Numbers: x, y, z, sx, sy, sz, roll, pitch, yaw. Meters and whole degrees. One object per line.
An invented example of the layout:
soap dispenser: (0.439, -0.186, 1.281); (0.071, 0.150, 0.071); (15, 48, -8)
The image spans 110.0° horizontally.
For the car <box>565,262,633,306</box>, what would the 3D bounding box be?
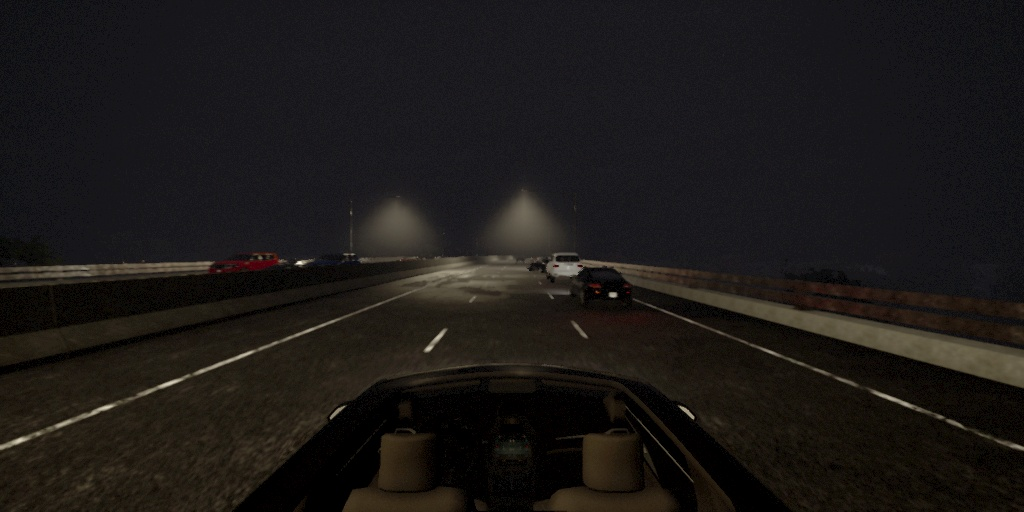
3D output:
car: (3.541, 1.166, 14.809); (1.812, 1.442, 4.674); (0, 0, 0)

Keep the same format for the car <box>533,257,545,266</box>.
car: (4.412, 0.900, 58.490); (1.812, 1.442, 4.674); (0, 0, 2)

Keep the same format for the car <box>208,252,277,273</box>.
car: (-20.875, 0.731, 28.351); (2.150, 2.045, 5.566); (0, 0, 1)

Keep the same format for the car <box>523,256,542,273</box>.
car: (3.284, 0.977, 37.601); (2.128, 1.511, 4.902); (0, 0, -17)

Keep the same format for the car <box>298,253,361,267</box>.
car: (-13.877, 0.741, 28.218); (2.150, 2.045, 5.566); (0, 0, 1)

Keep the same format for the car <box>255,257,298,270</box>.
car: (-17.374, 1.003, 28.422); (2.128, 1.511, 4.902); (0, 0, 1)

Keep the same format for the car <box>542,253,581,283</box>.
car: (3.656, 0.779, 25.760); (2.150, 2.045, 5.566); (0, 0, 1)
